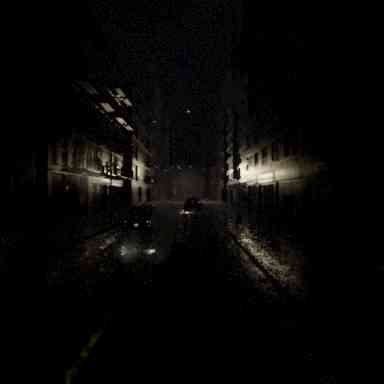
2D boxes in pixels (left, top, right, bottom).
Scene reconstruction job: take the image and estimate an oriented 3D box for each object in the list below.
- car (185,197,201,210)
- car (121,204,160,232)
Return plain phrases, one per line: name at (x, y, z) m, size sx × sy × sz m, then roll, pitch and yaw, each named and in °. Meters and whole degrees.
car at (0.111, 1.405, 44.089) m, size 2.097 × 1.767 × 4.553 m, roll 0°, pitch 0°, yaw 0°
car at (-2.995, 1.532, 20.252) m, size 1.837 × 1.490 × 4.892 m, roll 0°, pitch 0°, yaw 0°
